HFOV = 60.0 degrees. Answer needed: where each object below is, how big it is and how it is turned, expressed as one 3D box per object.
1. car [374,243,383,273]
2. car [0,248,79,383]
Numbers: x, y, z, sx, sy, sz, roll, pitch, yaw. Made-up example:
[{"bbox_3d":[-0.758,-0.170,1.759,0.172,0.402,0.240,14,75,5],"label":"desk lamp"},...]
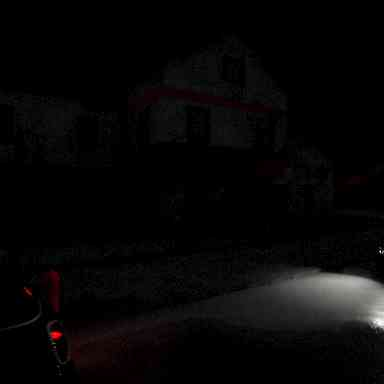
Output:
[{"bbox_3d":[7.093,1.525,9.435,4.674,1.442,1.812,0,0,-34],"label":"car"},{"bbox_3d":[-3.277,1.352,2.350,4.553,1.767,2.097,0,0,-34],"label":"car"}]
